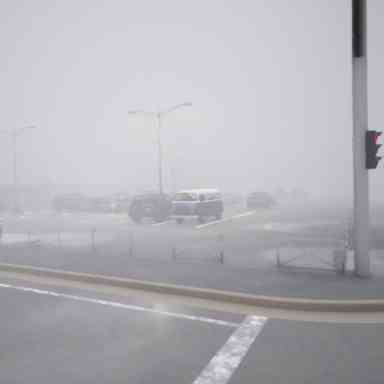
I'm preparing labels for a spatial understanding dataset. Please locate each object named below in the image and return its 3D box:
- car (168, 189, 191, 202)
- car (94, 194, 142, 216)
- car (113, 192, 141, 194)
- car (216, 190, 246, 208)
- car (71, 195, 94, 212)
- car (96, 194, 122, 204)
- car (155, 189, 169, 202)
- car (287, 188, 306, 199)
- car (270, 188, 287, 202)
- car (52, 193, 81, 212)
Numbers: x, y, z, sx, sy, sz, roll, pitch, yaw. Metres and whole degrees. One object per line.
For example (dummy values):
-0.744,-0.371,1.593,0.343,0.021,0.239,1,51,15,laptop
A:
-2.387,0.470,65.508,1.905,1.878,3.866,-1,1,26,car
-6.924,1.194,31.425,1.970,1.475,3.806,-1,1,26,car
-10.187,0.797,49.823,1.932,1.855,4.605,-1,1,26,car
4.976,0.844,42.362,1.970,1.475,3.806,-1,1,26,car
-9.514,1.196,32.718,1.784,1.438,3.905,-1,1,26,car
-12.746,1.039,51.176,1.784,1.438,3.905,-1,1,26,car
-4.968,0.742,66.813,1.970,1.475,3.806,-1,1,26,car
17.753,0.210,55.438,1.932,1.855,4.605,-1,1,26,car
15.187,0.245,56.779,1.905,1.878,3.866,-1,1,26,car
-11.941,1.017,33.869,1.932,1.855,4.605,-1,1,26,car
